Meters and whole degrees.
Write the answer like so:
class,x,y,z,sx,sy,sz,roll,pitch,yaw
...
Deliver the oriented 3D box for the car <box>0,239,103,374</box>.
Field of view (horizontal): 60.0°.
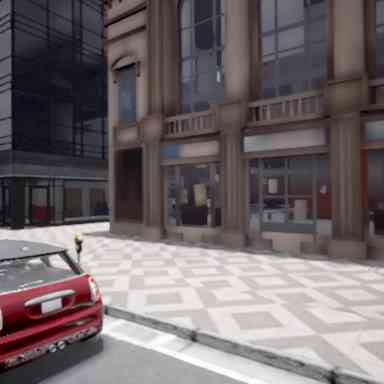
class,x,y,z,sx,sy,sz,roll,pitch,yaw
car,-3.371,1.494,5.377,4.097,1.590,1.967,-1,-1,36
